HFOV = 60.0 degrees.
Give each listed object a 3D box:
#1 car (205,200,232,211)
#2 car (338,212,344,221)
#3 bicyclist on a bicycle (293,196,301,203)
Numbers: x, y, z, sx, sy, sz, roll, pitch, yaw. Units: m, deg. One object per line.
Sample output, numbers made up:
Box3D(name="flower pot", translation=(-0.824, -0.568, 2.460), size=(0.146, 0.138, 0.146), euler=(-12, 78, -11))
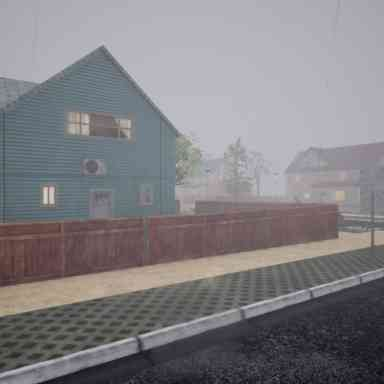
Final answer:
Box3D(name="car", translation=(2.422, 1.468, 31.692), size=(1.994, 1.385, 4.181), euler=(0, 0, -36))
Box3D(name="car", translation=(8.200, 1.552, 23.625), size=(1.895, 1.301, 4.718), euler=(0, 0, -36))
Box3D(name="bicyclist on a bicycle", translation=(9.873, 1.206, 31.351), size=(1.656, 1.620, 0.582), euler=(-1, 1, -36))
